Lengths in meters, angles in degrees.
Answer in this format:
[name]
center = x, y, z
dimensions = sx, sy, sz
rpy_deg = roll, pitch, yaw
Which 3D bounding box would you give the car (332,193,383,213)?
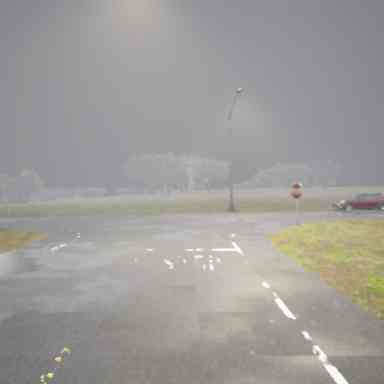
[car]
center = 14.945, 0.866, 29.734
dimensions = 4.553, 1.767, 2.097
rpy_deg = 0, -2, -1
